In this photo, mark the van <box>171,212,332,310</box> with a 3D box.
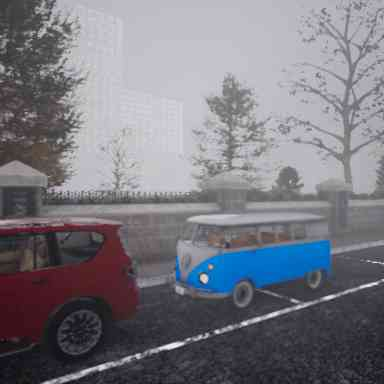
[{"bbox_3d":[1.481,1.380,7.617,3.998,1.788,1.690,0,0,-36],"label":"van"}]

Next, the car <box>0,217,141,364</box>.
[{"bbox_3d":[-3.102,1.314,4.347,5.009,1.841,2.192,0,0,-36],"label":"car"}]
